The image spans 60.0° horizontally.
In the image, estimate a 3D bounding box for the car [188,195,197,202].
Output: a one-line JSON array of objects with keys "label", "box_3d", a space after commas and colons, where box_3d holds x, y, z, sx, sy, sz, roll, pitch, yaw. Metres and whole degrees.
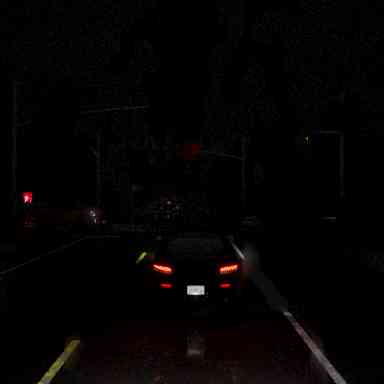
[{"label": "car", "box_3d": [0.078, 1.518, 80.822, 2.128, 1.511, 4.902, 0, 0, 0]}]

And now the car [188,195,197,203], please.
[{"label": "car", "box_3d": [0.166, 1.595, 68.215, 1.895, 1.301, 4.718, 0, 0, 0]}]

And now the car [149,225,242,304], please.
[{"label": "car", "box_3d": [0.080, 1.525, 8.028, 1.812, 1.442, 4.674, 0, 0, 0]}]

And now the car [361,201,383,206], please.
[{"label": "car", "box_3d": [15.566, 1.526, 28.590, 5.357, 1.411, 2.033, 0, 0, -6]}]

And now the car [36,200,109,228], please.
[{"label": "car", "box_3d": [-7.860, 1.360, 22.062, 4.553, 1.767, 2.097, 0, 0, 14]}]

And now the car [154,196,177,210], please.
[{"label": "car", "box_3d": [-3.551, 1.348, 42.326, 2.097, 1.767, 4.553, 0, 0, 2]}]
